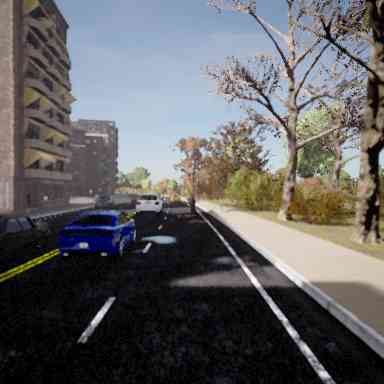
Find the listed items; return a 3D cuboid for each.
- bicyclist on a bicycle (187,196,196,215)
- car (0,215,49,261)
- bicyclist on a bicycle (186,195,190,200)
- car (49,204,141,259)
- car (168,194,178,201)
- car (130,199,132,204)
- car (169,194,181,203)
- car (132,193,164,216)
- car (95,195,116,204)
[{"bbox_3d":[0.119,1.352,31.401,0.582,1.620,1.656,0,0,-3],"label":"bicyclist on a bicycle"},{"bbox_3d":[-6.725,1.517,11.478,2.033,1.411,5.357,0,0,-1],"label":"car"},{"bbox_3d":[-0.414,1.237,41.335,0.659,1.776,1.843,0,0,-3],"label":"bicyclist on a bicycle"},{"bbox_3d":[-3.303,1.442,12.466,1.882,1.535,5.008,0,0,-1],"label":"car"},{"bbox_3d":[-4.413,1.265,77.154,2.128,1.511,4.902,0,0,-7],"label":"car"},{"bbox_3d":[-8.641,1.441,52.201,1.895,1.301,4.718,0,0,-4],"label":"car"},{"bbox_3d":[-3.168,1.262,65.474,1.882,1.535,5.008,0,0,-5],"label":"car"},{"bbox_3d":[-3.918,1.126,31.166,2.150,2.045,5.566,0,0,-3],"label":"car"},{"bbox_3d":[-11.319,1.224,43.642,2.097,1.767,4.553,0,0,-4],"label":"car"}]
